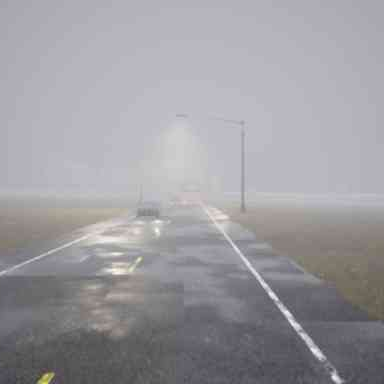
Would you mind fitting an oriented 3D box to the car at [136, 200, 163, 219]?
[{"bbox_3d":[-3.606,1.449,28.882,1.882,1.535,5.008,0,0,0],"label":"car"}]

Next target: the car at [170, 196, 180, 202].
[{"bbox_3d":[-3.524,1.457,70.323,2.033,1.411,5.357,0,0,0],"label":"car"}]

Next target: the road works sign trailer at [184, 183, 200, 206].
[{"bbox_3d":[-0.018,0.414,52.859,2.380,3.560,2.880,0,0,0],"label":"road works sign trailer"}]
